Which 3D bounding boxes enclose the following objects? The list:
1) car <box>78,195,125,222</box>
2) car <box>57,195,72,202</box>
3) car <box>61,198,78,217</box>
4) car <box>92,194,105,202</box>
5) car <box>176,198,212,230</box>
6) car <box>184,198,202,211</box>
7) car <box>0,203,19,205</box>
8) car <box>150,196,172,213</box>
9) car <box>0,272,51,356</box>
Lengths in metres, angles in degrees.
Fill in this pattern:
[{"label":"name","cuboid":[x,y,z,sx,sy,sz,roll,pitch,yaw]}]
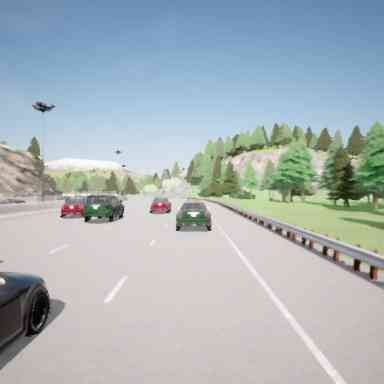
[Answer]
[{"label":"car","cuboid":[-6.904,1.220,26.490,2.150,2.045,5.566,0,0,0]},{"label":"car","cuboid":[-28.521,1.518,74.455,1.812,1.442,4.674,0,0,-3]},{"label":"car","cuboid":[-10.405,1.350,30.907,2.097,1.767,4.553,0,0,0]},{"label":"car","cuboid":[-21.784,1.327,77.912,2.097,1.767,4.553,0,0,-5]},{"label":"car","cuboid":[0.099,1.351,21.171,2.097,1.767,4.553,0,0,0]},{"label":"car","cuboid":[0.093,1.490,41.921,2.128,1.511,4.902,0,0,0]},{"label":"car","cuboid":[-21.092,1.489,38.365,2.128,1.511,4.902,0,0,0]},{"label":"car","cuboid":[-3.406,1.350,37.367,2.097,1.767,4.553,0,0,0]},{"label":"car","cuboid":[-3.401,1.564,4.019,1.994,1.385,4.181,0,0,0]}]
